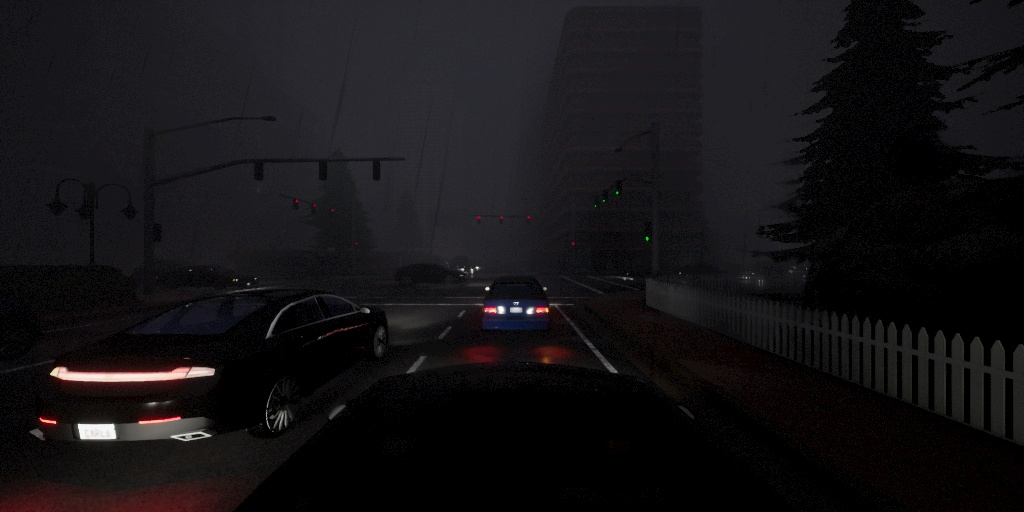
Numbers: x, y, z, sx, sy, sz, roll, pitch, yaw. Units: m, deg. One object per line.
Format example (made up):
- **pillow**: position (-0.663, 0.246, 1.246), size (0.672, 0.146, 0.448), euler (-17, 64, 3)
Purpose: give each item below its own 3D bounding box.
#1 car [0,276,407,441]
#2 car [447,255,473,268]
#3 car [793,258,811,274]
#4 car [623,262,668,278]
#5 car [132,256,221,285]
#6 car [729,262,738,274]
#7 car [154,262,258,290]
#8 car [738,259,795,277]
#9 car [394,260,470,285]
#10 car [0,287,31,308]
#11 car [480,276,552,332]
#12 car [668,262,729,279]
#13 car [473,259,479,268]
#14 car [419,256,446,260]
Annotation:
- **car**: position (-3.427, 1.242, 5.397), size (2.128, 1.511, 4.902), euler (0, 0, 0)
- **car**: position (-7.057, 0.971, 49.141), size (2.150, 2.045, 5.566), euler (0, 0, 0)
- **car**: position (32.359, 0.916, 40.589), size (2.150, 2.045, 5.566), euler (0, 0, 43)
- **car**: position (13.155, 1.242, 33.411), size (5.357, 1.411, 2.033), euler (0, 0, -13)
- **car**: position (-23.243, 1.047, 24.827), size (4.553, 1.767, 2.097), euler (0, 0, 0)
- **car**: position (22.056, 1.295, 36.974), size (4.718, 1.301, 1.895), euler (0, 0, -30)
- **car**: position (-17.977, 1.242, 21.132), size (5.357, 1.411, 2.033), euler (0, 0, 6)
- **car**: position (24.369, 1.242, 34.262), size (5.357, 1.411, 2.033), euler (0, 0, -31)
- **car**: position (-5.654, 1.244, 24.941), size (4.892, 1.490, 1.837), euler (0, 0, 0)
- **car**: position (-10.548, 1.102, 5.206), size (2.097, 1.767, 4.553), euler (0, 0, 1)
- **car**: position (0.122, 1.297, 10.809), size (2.033, 1.411, 5.357), euler (0, 0, 1)
- **car**: position (15.889, 1.259, 30.586), size (4.181, 1.385, 1.994), euler (0, 0, -20)
- **car**: position (-7.025, 1.255, 58.952), size (1.837, 1.490, 4.892), euler (0, 0, 0)
- **car**: position (-10.529, 0.971, 45.981), size (2.150, 2.045, 5.566), euler (0, 0, 2)
